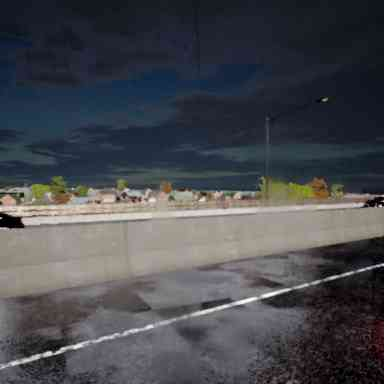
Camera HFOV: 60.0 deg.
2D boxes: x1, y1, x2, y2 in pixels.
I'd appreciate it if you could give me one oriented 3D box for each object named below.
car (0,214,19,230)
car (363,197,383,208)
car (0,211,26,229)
[{"bbox_3d":[-8.492,1.599,10.825,4.718,1.301,1.895,0,0,-36],"label":"car"},{"bbox_3d":[23.338,1.365,41.466,4.892,1.490,1.837,0,0,-34],"label":"car"},{"bbox_3d":[-9.829,1.499,14.167,4.892,1.490,1.837,0,0,-36],"label":"car"}]
